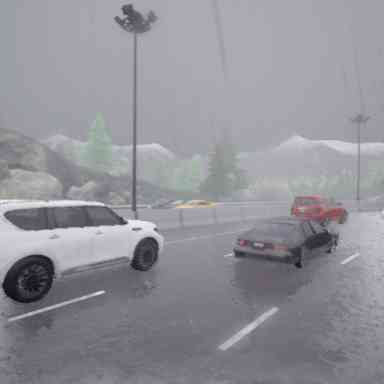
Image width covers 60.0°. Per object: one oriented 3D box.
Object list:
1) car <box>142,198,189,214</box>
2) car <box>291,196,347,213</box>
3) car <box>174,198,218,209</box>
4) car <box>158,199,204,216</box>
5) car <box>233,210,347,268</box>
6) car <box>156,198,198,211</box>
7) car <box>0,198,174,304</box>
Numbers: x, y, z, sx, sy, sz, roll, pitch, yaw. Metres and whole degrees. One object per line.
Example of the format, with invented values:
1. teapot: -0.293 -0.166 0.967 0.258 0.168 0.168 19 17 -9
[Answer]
1. car: -2.805 1.455 36.398 2.128 1.511 4.902 0 0 44
2. car: 8.808 1.277 22.968 2.150 2.045 5.566 0 0 43
3. car: 0.257 1.466 29.474 1.882 1.535 5.008 0 0 43
4. car: -1.016 1.503 33.210 1.812 1.442 4.674 0 0 44
5. car: 3.458 1.567 11.460 2.033 1.411 5.357 0 0 38
6. car: -1.862 1.515 42.362 5.357 1.411 2.033 0 0 -44
7. car: -3.136 1.195 8.474 2.150 2.045 5.566 0 0 36
